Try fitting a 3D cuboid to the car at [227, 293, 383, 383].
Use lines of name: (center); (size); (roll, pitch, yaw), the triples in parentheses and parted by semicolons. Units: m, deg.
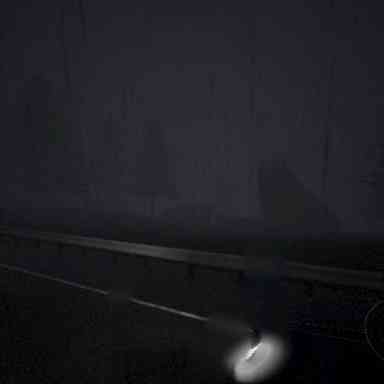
car: (2.484, 1.355, 2.248); (4.553, 1.767, 2.097); (0, 0, 35)
